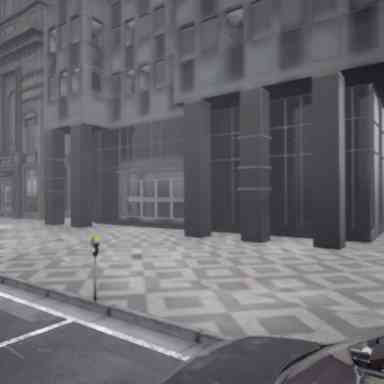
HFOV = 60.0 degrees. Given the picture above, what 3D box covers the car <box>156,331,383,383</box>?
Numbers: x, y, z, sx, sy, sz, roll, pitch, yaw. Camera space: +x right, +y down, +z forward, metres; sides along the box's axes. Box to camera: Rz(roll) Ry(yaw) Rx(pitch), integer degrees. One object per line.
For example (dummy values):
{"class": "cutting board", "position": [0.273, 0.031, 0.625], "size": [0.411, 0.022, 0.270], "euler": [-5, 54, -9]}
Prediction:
{"class": "car", "position": [1.627, 1.547, 1.799], "size": [4.403, 1.369, 2.008], "euler": [-1, 0, 36]}
